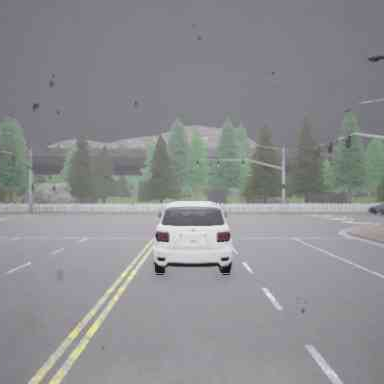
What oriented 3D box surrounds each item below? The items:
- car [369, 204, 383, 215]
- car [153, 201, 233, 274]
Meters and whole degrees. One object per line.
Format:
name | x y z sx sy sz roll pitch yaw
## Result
car | 21.260 1.759 35.496 4.181 1.385 1.994 0 0 0
car | 0.025 1.303 10.983 2.150 2.045 5.566 0 0 0
